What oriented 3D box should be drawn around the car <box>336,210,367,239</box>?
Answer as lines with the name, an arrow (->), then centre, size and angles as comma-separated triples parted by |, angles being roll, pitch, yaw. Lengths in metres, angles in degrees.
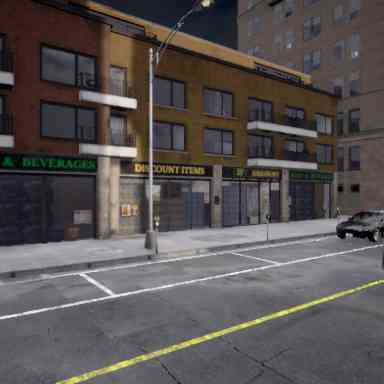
car -> 8.836, 1.567, 16.200 | 4.313, 1.339, 1.947 | 0, 0, -35

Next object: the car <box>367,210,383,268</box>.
car -> 6.877, 1.218, 8.185 | 5.566, 2.045, 2.150 | 0, 0, -35
